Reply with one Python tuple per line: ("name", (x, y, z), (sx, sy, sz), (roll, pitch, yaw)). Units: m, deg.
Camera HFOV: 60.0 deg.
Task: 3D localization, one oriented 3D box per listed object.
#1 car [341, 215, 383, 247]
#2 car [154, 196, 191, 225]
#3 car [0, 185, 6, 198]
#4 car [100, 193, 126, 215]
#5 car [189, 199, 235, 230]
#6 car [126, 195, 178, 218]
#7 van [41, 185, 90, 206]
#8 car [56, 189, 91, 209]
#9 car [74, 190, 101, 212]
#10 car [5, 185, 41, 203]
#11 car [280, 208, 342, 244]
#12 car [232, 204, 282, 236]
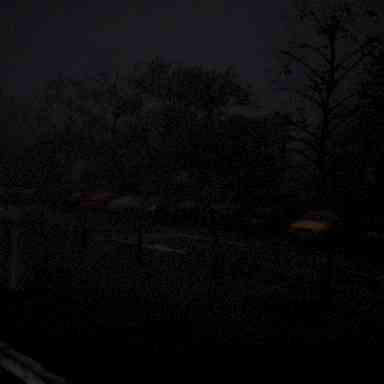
("car", (9.125, 1.857, 16.276), (2.163, 1.488, 4.792), (4, 2, 35))
("car", (0.078, 1.264, 22.681), (2.097, 1.535, 5.008), (4, 2, 35))
("car", (-20.366, 0.006, 36.985), (1.946, 1.575, 5.366), (4, 2, 35))
("car", (-4.447, 1.024, 25.889), (2.002, 1.452, 4.674), (4, 2, 35))
("car", (2.329, 1.406, 21.065), (2.231, 1.521, 4.892), (4, 2, 35))
("car", (-2.162, 0.999, 24.305), (2.185, 1.767, 4.553), (4, 2, 35))
("van", (-11.145, 0.340, 30.798), (1.878, 1.987, 4.442), (4, 2, 35))
("car", (-8.967, 0.745, 29.102), (2.002, 1.452, 4.674), (4, 2, 35))
("car", (-6.706, 0.844, 27.492), (2.097, 1.535, 5.008), (4, 2, 35))
("car", (-15.757, 0.317, 33.900), (2.163, 1.488, 4.792), (4, 2, 35))
("car", (6.741, 1.684, 17.707), (1.946, 1.575, 5.366), (4, 2, 35))
("car", (4.606, 1.575, 19.489), (2.163, 1.488, 4.792), (4, 2, 35))
